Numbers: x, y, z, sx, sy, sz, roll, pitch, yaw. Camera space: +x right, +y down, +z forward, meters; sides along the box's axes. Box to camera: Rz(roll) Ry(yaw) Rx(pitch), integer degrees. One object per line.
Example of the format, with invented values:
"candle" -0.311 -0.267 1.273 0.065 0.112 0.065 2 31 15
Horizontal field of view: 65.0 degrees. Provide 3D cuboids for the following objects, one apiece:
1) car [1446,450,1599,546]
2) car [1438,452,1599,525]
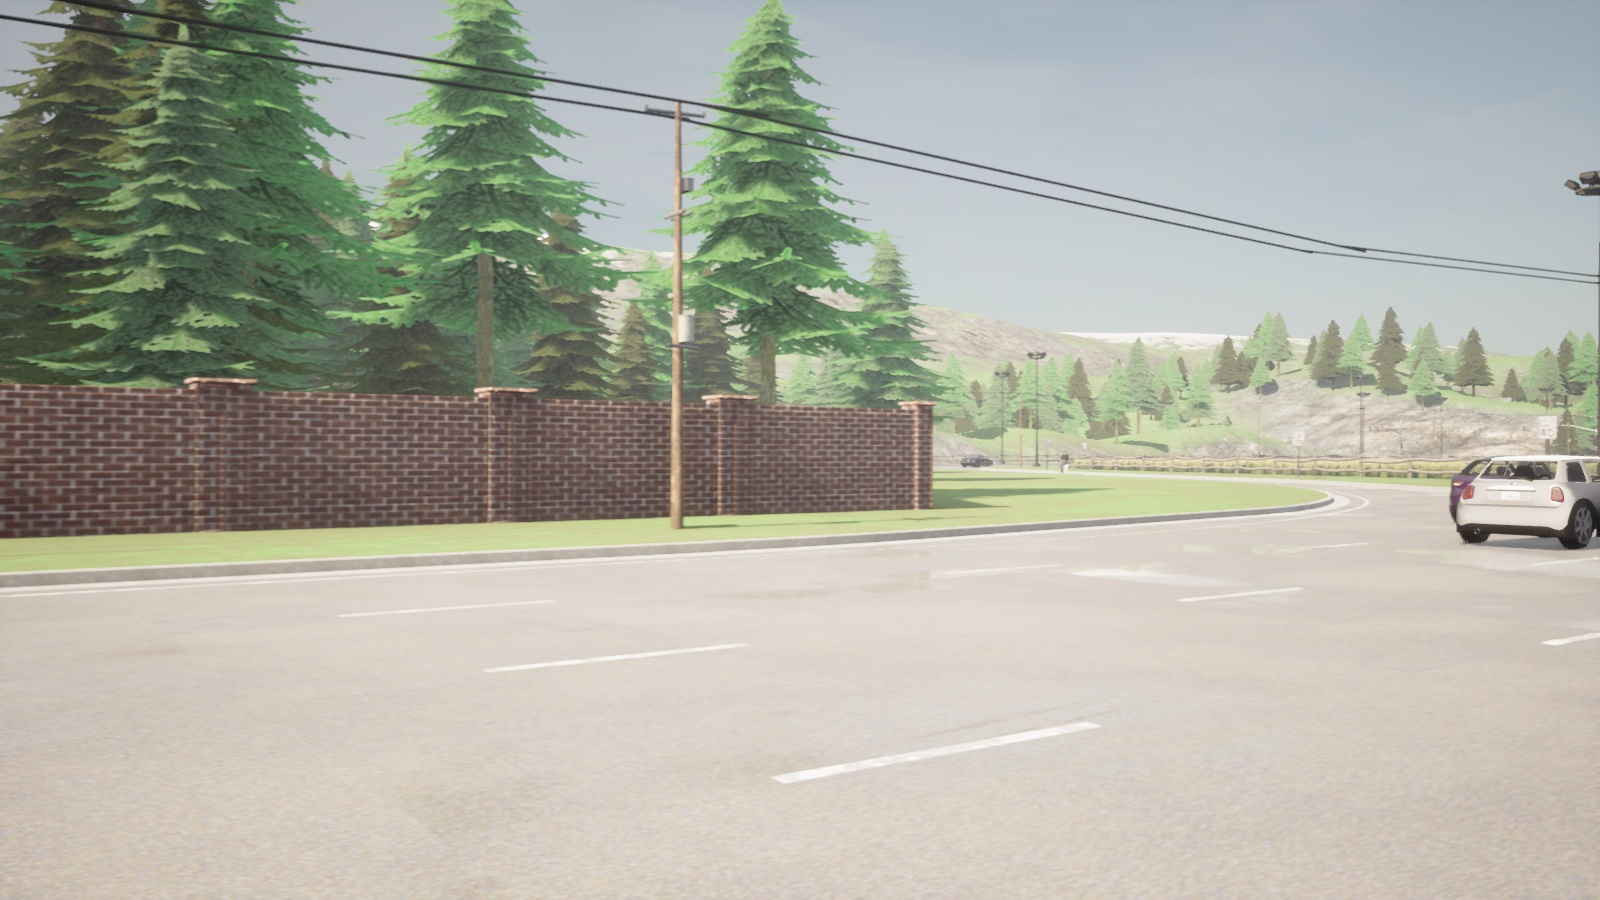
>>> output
"car" 12.847 0.732 21.129 3.806 1.475 1.970 0 0 -35
"car" 16.054 0.789 27.625 4.193 1.474 1.816 0 0 -35
